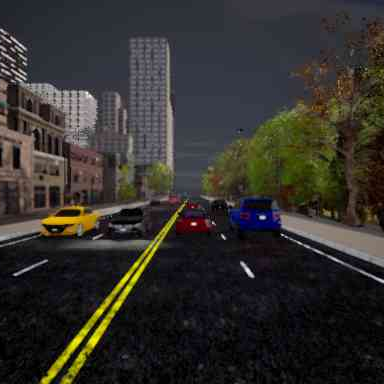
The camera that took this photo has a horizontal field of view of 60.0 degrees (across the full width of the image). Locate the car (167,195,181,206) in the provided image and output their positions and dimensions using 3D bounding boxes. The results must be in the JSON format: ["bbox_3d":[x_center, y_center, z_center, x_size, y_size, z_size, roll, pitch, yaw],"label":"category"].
[{"bbox_3d":[-3.277,1.492,60.961,2.150,2.045,5.566,0,0,0],"label":"car"}]

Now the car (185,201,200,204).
[{"bbox_3d":[0.091,1.739,41.046,1.994,1.385,4.181,0,0,0],"label":"car"}]

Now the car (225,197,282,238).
[{"bbox_3d":[3.347,1.303,18.475,2.150,2.045,5.566,0,0,0],"label":"car"}]

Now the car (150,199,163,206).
[{"bbox_3d":[-6.526,1.857,61.021,1.895,1.301,4.718,0,0,0],"label":"car"}]

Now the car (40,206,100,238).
[{"bbox_3d":[-6.600,1.557,18.503,1.882,1.535,5.008,0,0,0],"label":"car"}]

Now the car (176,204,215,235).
[{"bbox_3d":[0.095,1.648,19.426,1.994,1.385,4.181,0,0,0],"label":"car"}]

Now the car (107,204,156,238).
[{"bbox_3d":[-3.350,1.605,18.500,1.812,1.442,4.674,0,0,0],"label":"car"}]

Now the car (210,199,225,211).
[{"bbox_3d":[3.340,1.656,42.013,1.882,1.535,5.008,0,0,0],"label":"car"}]
